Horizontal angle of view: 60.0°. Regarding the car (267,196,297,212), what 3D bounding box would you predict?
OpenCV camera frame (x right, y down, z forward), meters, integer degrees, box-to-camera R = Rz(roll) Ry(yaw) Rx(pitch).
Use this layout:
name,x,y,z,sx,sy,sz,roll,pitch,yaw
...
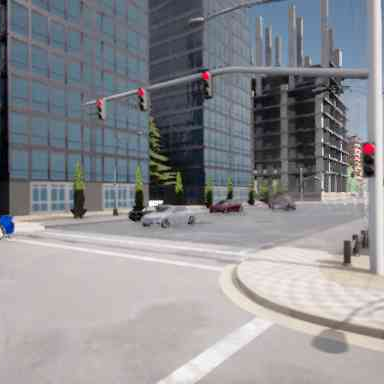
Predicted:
name,x,y,z,sx,sy,sz,roll,pitch,yaw
car,11.202,1.620,40.511,2.128,1.511,4.902,-1,0,36

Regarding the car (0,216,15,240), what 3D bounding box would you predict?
name,x,y,z,sx,sy,sz,roll,pitch,yaw
car,-11.050,1.611,15.546,1.882,1.535,5.008,-1,0,36

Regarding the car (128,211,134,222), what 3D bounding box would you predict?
name,x,y,z,sx,sy,sz,roll,pitch,yaw
car,-2.944,1.745,26.933,1.895,1.301,4.718,-1,0,36

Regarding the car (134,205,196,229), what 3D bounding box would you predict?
name,x,y,z,sx,sy,sz,roll,pitch,yaw
car,-1.489,1.633,22.936,1.812,1.442,4.674,-1,0,36

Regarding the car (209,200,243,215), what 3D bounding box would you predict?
name,x,y,z,sx,sy,sz,roll,pitch,yaw
car,3.719,1.620,35.981,1.882,1.535,5.008,-1,0,36
